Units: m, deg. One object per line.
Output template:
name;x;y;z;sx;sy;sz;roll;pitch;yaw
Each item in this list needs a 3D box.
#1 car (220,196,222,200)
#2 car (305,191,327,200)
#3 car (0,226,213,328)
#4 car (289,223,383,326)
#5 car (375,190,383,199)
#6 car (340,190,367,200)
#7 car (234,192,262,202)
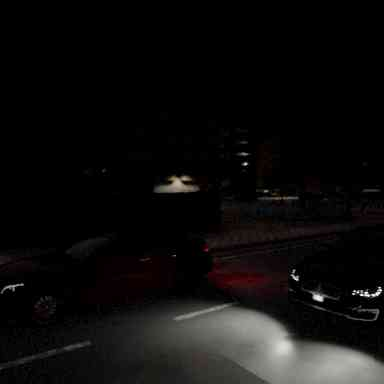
car;4.595;1.157;74.815;1.882;1.535;5.008;0;0;-36
car;33.281;0.825;89.598;1.784;1.438;3.905;0;0;-36
car;-1.651;1.508;7.090;4.674;1.442;1.812;-1;0;-35
car;4.048;1.455;6.833;4.892;1.490;1.837;-1;0;-35
car;48.695;0.558;82.146;1.932;1.855;4.605;0;0;-36
car;34.985;0.916;72.272;1.970;1.475;3.806;0;0;-36
car;10.792;1.226;66.180;2.033;1.411;5.357;0;0;-36
